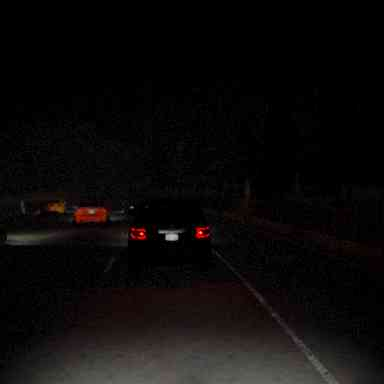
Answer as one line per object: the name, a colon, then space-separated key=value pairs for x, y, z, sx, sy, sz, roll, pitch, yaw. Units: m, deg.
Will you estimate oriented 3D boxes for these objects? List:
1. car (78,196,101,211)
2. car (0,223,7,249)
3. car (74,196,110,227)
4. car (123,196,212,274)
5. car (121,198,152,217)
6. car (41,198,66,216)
car: x=-11.852 y=1.253 z=38.137 sx=2.128 sy=1.511 sz=4.902 roll=-1 pitch=1 yaw=-22
car: x=-7.968 y=1.437 z=11.080 sx=1.882 sy=1.535 sz=5.008 roll=0 pitch=0 yaw=-8
car: x=-6.543 y=1.211 z=22.014 sx=2.097 sy=1.767 sz=4.553 roll=0 pitch=0 yaw=-14
car: x=-0.804 y=1.138 z=10.500 sx=2.150 sy=2.045 sz=5.566 roll=0 pitch=0 yaw=-7
car: x=-5.197 y=1.328 z=30.453 sx=2.033 sy=1.411 sz=5.357 roll=-1 pitch=0 yaw=-18
car: x=-12.581 y=1.308 z=30.322 sx=1.882 sy=1.535 sz=5.008 roll=0 pitch=0 yaw=-19
